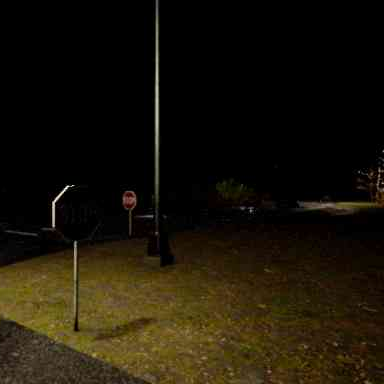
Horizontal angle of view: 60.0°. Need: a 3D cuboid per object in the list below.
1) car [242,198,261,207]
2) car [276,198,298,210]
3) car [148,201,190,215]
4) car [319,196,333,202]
[{"bbox_3d":[9.637,1.702,53.498,1.812,1.442,4.674,0,0,34],"label":"car"},{"bbox_3d":[13.373,1.643,46.486,1.882,1.535,5.008,0,0,34],"label":"car"},{"bbox_3d":[-2.328,1.649,35.686,2.033,1.411,5.357,0,0,34],"label":"car"},{"bbox_3d":[33.696,1.779,82.760,2.033,1.411,5.357,0,0,30],"label":"car"}]
